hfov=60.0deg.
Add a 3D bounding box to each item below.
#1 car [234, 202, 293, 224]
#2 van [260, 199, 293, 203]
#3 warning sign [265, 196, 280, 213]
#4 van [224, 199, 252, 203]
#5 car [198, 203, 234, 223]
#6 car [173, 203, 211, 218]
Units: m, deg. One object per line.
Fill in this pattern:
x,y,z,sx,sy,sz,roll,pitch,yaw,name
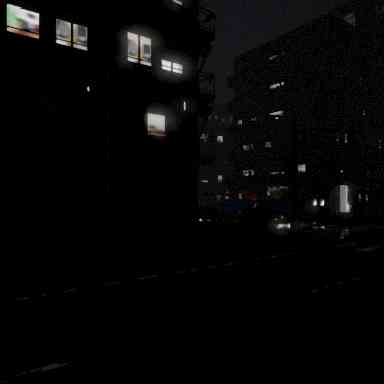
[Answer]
5.837,1.805,27.391,1.994,1.385,4.181,0,-1,-36,car
8.472,1.606,33.564,1.690,1.788,3.998,-1,0,-36,van
8.959,1.404,36.953,1.300,1.860,1.060,1,0,-36,warning sign
5.152,1.679,38.076,1.690,1.788,3.998,-1,0,-36,van
1.737,1.877,28.640,1.802,1.307,4.206,-1,0,-36,car
-0.060,1.935,35.411,1.994,1.385,4.181,0,-1,-37,car
